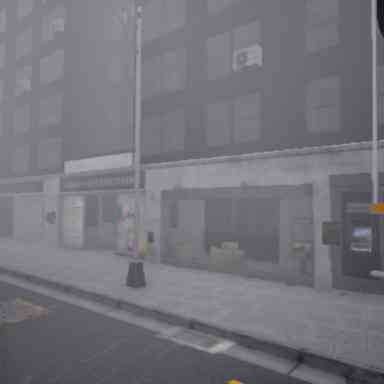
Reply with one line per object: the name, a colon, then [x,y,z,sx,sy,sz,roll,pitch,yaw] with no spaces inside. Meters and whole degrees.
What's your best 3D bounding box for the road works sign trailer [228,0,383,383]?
road works sign trailer: [1.538,0.599,2.478,2.880,3.560,2.380,-1,-3,37]
